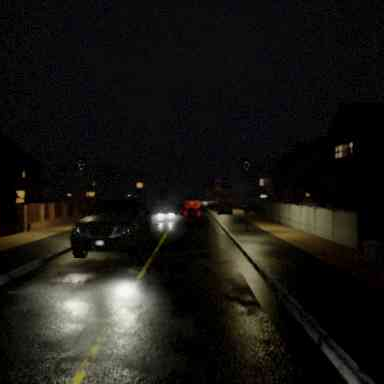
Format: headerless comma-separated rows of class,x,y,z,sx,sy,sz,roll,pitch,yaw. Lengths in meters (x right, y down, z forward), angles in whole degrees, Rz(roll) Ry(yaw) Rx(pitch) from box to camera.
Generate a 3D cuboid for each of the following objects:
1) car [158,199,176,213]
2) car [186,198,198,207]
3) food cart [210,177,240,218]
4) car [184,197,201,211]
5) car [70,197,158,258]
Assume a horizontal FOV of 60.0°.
car,-2.813,1.514,37.627,2.128,1.511,4.902,0,0,0
car,0.017,1.673,54.439,1.895,1.301,4.718,0,0,0
food cart,3.034,0.474,31.379,2.280,3.560,4.660,1,1,0
car,0.028,1.386,42.305,2.097,1.767,4.553,0,0,0
car,-2.835,1.217,13.032,2.150,2.045,5.566,0,0,0
